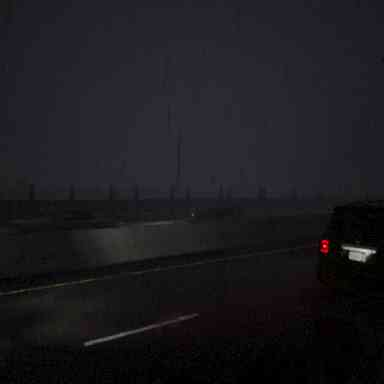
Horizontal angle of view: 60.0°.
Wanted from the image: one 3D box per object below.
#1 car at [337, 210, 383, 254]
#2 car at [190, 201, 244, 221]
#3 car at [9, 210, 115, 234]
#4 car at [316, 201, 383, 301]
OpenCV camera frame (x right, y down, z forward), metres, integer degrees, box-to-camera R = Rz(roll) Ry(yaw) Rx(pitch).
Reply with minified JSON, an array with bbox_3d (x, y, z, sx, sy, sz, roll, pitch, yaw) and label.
[{"bbox_3d":[8.681,1.542,14.236,5.357,1.411,2.033,0,0,-35],"label":"car"},{"bbox_3d":[2.053,1.487,26.945,4.902,1.511,2.128,0,0,-35],"label":"car"},{"bbox_3d":[-6.421,1.598,16.608,4.718,1.301,1.895,0,0,-35],"label":"car"},{"bbox_3d":[5.076,1.217,7.367,5.566,2.045,2.150,0,0,-35],"label":"car"}]
